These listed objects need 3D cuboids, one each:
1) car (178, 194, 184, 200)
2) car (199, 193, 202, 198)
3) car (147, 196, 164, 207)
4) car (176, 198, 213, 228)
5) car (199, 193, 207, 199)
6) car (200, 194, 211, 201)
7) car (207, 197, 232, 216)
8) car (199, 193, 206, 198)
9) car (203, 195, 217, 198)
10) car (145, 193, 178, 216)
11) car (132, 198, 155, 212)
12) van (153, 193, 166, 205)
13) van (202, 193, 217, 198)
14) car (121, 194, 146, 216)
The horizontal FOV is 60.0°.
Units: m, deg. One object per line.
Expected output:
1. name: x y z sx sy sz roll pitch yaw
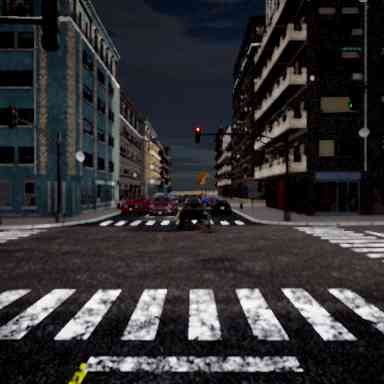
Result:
1. car: -2.687 1.243 47.610 2.128 1.511 4.902 0 0 0
2. car: 2.754 1.131 58.606 1.967 1.590 4.097 0 0 0
3. car: -5.162 1.297 47.528 1.887 1.381 4.507 0 0 0
4. car: 0.149 1.394 21.249 1.837 1.490 4.892 -1 0 0
5. car: 2.843 1.077 86.366 1.887 1.381 4.507 0 0 0
6. car: 2.789 1.180 69.711 2.008 1.369 4.403 0 0 0
7. car: 2.664 1.409 30.847 1.947 1.339 4.313 0 0 0
8. car: 2.861 1.044 91.919 1.887 1.381 4.507 0 0 0
9. car: 2.700 1.365 41.951 1.802 1.307 4.206 0 0 0
10. car: -2.747 1.195 30.889 2.097 1.767 4.553 0 0 0
11. car: -5.198 1.357 36.424 1.887 1.381 4.507 0 0 0
12. van: -5.144 1.062 53.079 1.690 1.788 3.998 0 0 0
13. van: 2.719 1.093 47.502 1.690 1.788 3.998 0 0 0
14. car: -5.216 1.157 30.871 2.192 1.841 5.009 0 0 0
